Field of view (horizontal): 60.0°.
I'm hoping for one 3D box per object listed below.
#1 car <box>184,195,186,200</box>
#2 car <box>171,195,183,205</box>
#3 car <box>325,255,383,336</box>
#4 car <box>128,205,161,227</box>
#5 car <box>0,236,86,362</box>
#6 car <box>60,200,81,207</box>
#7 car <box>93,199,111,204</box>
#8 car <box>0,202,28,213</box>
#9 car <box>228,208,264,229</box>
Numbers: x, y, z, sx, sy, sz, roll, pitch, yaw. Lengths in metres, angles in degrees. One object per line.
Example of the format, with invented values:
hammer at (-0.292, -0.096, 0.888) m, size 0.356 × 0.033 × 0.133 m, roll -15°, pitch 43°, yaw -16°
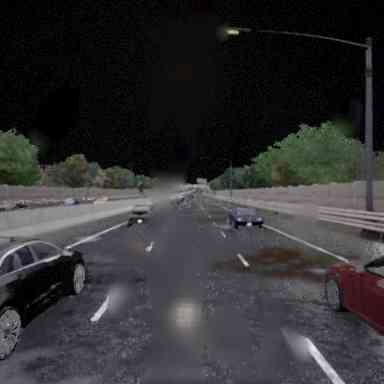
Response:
car at (-3.513, 2.001, 93.497) m, size 2.163 × 1.488 × 4.792 m, roll 0°, pitch 0°, yaw 0°
car at (-3.510, 1.943, 71.466) m, size 1.837 × 1.490 × 4.892 m, roll 0°, pitch 0°, yaw 0°
car at (3.600, 1.563, 4.837) m, size 1.812 × 1.442 × 4.674 m, roll 0°, pitch 0°, yaw 0°
car at (-3.403, 1.676, 24.101) m, size 1.837 × 1.490 × 4.892 m, roll 0°, pitch 0°, yaw 0°
car at (-3.401, 1.536, 5.921) m, size 2.128 × 1.511 × 4.902 m, roll 0°, pitch 0°, yaw 0°
car at (-17.572, 1.847, 48.479) m, size 1.812 × 1.442 × 4.674 m, roll 0°, pitch 0°, yaw 0°
car at (-14.054, 1.821, 52.232) m, size 1.882 × 1.535 × 5.008 m, roll 0°, pitch 0°, yaw 1°
car at (-21.082, 1.830, 39.080) m, size 1.994 × 1.385 × 4.181 m, roll 0°, pitch 0°, yaw 0°
car at (3.597, 1.766, 23.075) m, size 1.895 × 1.301 × 4.718 m, roll 0°, pitch 0°, yaw 0°
